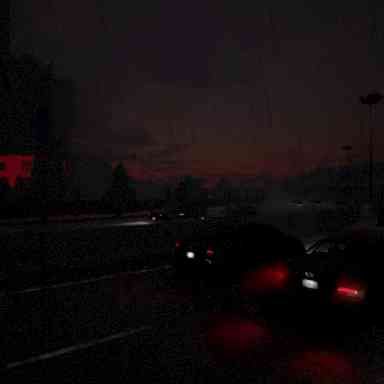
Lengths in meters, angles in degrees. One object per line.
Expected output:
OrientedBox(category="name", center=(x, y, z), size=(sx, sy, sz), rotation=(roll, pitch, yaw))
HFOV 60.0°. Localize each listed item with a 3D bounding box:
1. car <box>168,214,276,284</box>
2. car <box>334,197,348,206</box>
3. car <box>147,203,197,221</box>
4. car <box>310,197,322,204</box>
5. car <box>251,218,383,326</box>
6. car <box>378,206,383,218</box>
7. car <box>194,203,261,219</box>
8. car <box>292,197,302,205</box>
OrientedBox(category="car", center=(1.497, 1.559, 9.690), size=(4.181, 1.385, 1.994), rotation=(0, 0, -40))
OrientedBox(category="car", center=(24.813, 1.582, 55.567), size=(2.033, 1.411, 5.357), rotation=(-1, 0, 20))
OrientedBox(category="car", center=(-0.996, 1.581, 26.589), size=(2.033, 1.411, 5.357), rotation=(0, 0, 44))
OrientedBox(category="car", center=(23.525, 1.648, 63.226), size=(1.994, 1.385, 4.181), rotation=(0, 0, 15))
OrientedBox(category="car", center=(3.836, 1.530, 7.009), size=(5.357, 1.411, 2.033), rotation=(0, 0, -40))
OrientedBox(category="car", center=(14.113, 1.308, 22.409), size=(2.097, 1.767, 4.553), rotation=(-1, 0, 40))
OrientedBox(category="car", center=(2.622, 1.604, 20.361), size=(1.895, 1.301, 4.718), rotation=(0, 0, 45))
OrientedBox(category="car", center=(19.679, 1.663, 62.446), size=(2.033, 1.411, 5.357), rotation=(-1, 0, 17))
